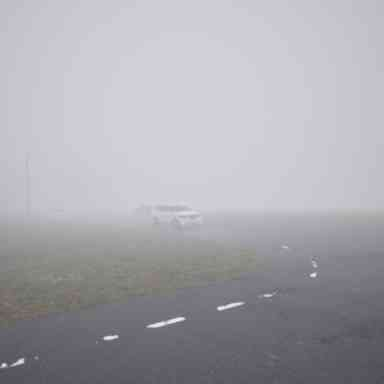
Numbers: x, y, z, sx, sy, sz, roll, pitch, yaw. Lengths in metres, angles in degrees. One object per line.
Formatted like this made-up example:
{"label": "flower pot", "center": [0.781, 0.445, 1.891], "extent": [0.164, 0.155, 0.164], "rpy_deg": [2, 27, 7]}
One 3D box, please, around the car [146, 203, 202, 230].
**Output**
{"label": "car", "center": [-1.460, 2.004, 28.543], "extent": [2.150, 2.045, 5.566], "rpy_deg": [-2, 0, -35]}

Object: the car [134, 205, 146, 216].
{"label": "car", "center": [-6.618, 2.567, 47.920], "extent": [1.882, 1.535, 5.008], "rpy_deg": [-2, 0, -35]}

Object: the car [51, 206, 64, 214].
{"label": "car", "center": [-27.291, 3.631, 67.413], "extent": [1.994, 1.385, 4.181], "rpy_deg": [-2, -1, -28]}
